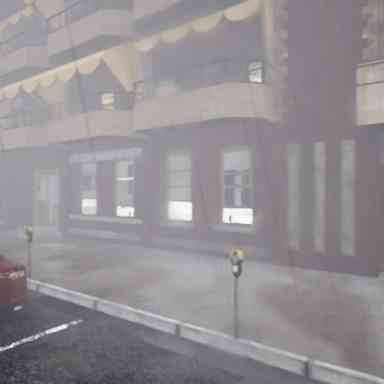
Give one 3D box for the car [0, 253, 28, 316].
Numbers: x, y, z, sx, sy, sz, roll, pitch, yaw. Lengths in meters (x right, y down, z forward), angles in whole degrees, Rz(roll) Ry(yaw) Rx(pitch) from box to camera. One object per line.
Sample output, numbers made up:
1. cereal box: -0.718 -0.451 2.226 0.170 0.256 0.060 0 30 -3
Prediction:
1. car: -4.956 1.553 6.400 4.507 1.381 1.887 0 0 35
